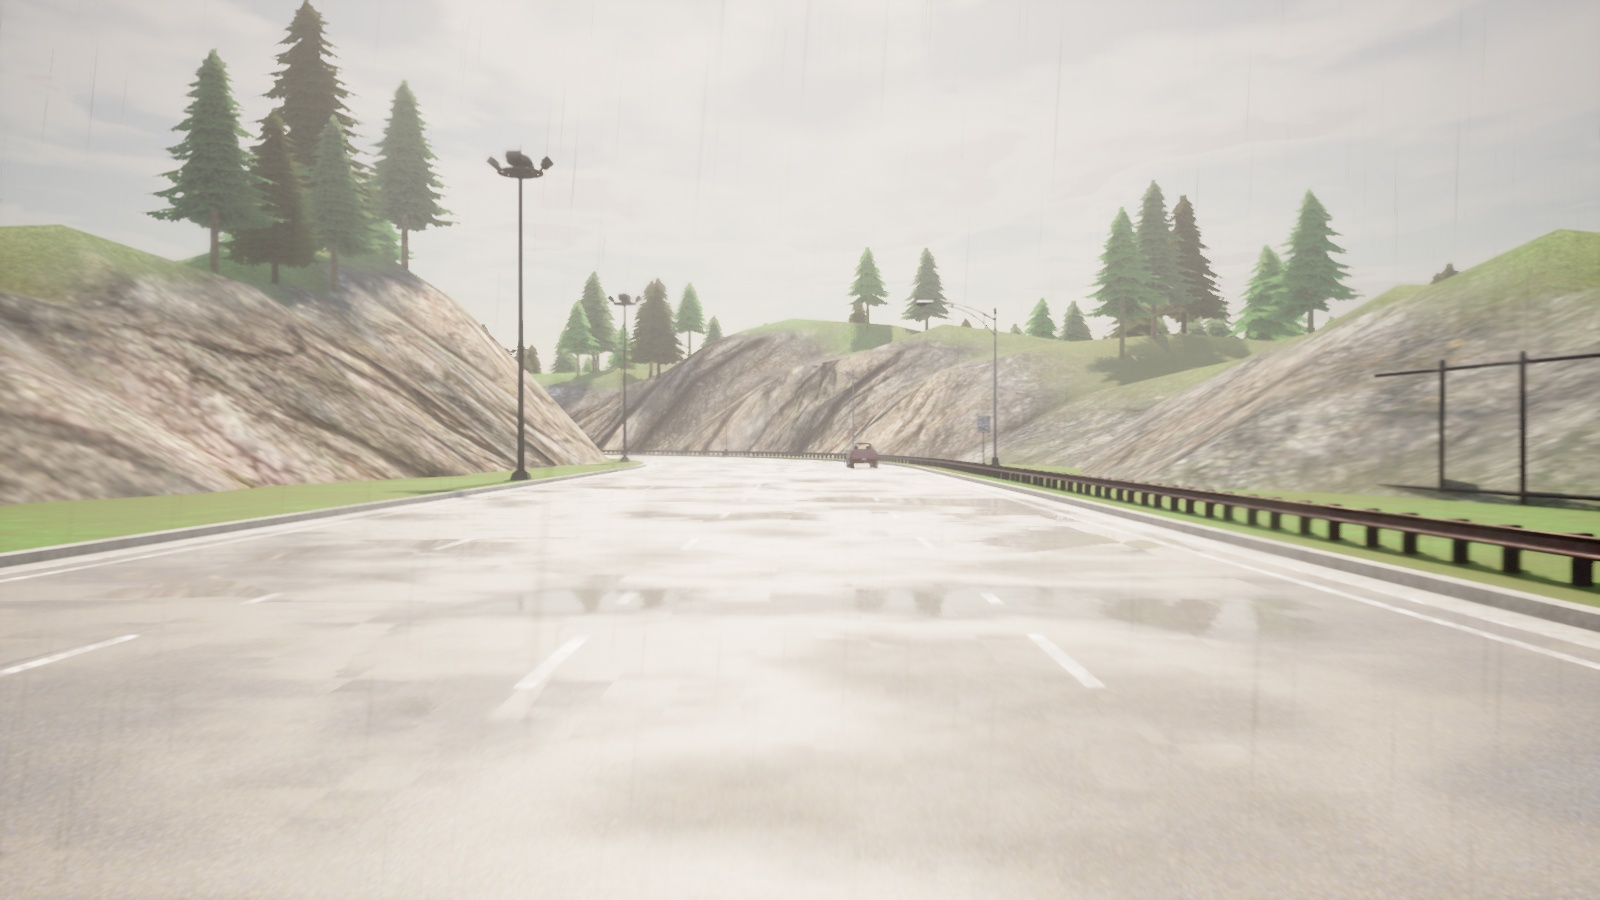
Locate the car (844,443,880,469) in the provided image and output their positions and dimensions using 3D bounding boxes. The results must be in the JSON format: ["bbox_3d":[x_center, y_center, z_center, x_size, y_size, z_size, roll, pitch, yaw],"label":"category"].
[{"bbox_3d":[3.669,0.345,75.026,1.845,1.501,3.633,0,0,-2],"label":"car"}]
